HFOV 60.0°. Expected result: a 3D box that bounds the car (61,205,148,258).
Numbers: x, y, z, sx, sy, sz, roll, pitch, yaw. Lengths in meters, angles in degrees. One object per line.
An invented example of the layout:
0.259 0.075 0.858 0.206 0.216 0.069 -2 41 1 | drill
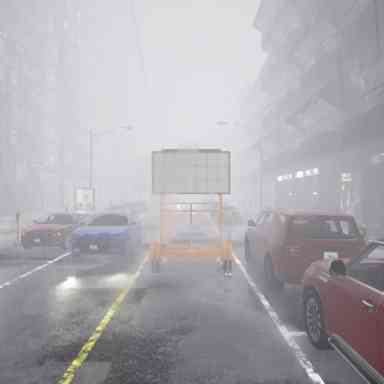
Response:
-3.126 1.480 13.042 1.882 1.535 5.008 0 0 0 | car

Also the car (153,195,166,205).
-5.787 1.427 54.111 1.967 1.590 4.097 1 0 0 | car

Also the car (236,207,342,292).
2.685 1.317 8.838 2.192 1.841 5.009 1 0 0 | car

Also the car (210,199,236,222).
2.649 1.527 25.978 1.752 1.417 4.829 1 0 0 | car

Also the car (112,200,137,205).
-5.733 1.584 25.825 1.802 1.307 4.206 1 0 0 | car

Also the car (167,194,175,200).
-5.865 1.387 93.707 1.967 1.590 4.097 1 0 0 | car

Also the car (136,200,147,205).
-5.743 1.545 31.481 1.887 1.381 4.507 1 0 0 | car

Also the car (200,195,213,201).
2.603 1.556 48.435 1.947 1.339 4.313 1 0 0 | car

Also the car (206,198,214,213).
2.637 1.566 31.464 1.947 1.339 4.313 1 0 0 | car

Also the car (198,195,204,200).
2.513 1.528 93.688 1.802 1.307 4.206 1 0 0 | car

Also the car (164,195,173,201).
-5.845 1.543 82.392 1.802 1.307 4.206 1 0 0 | car

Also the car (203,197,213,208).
2.626 1.548 37.121 2.008 1.369 4.403 1 0 0 | car

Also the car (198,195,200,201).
2.546 1.549 76.718 1.802 1.307 4.206 1 0 0 | car

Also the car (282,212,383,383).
2.697 1.316 3.181 2.192 1.841 5.009 1 0 0 | car

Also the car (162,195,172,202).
-5.832 1.407 76.737 1.967 1.590 4.097 1 0 0 | car

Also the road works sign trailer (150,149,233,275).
-0.020 0.466 10.397 2.380 3.560 2.880 0 0 0 | road works sign trailer

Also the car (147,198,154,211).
-5.755 1.563 37.138 1.947 1.339 4.313 1 0 0 | car

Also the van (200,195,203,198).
2.595 1.328 54.092 1.690 1.788 3.998 1 0 0 | van

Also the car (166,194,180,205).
-3.121 1.583 60.136 1.895 1.301 4.718 0 0 0 | car

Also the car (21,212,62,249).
-5.709 1.547 14.511 1.887 1.381 4.507 1 0 0 | car
